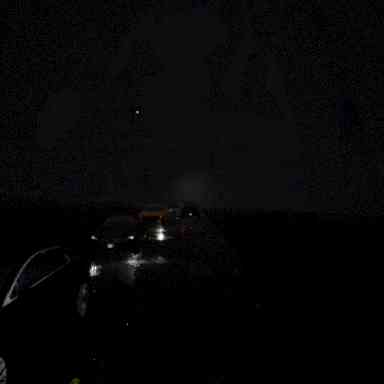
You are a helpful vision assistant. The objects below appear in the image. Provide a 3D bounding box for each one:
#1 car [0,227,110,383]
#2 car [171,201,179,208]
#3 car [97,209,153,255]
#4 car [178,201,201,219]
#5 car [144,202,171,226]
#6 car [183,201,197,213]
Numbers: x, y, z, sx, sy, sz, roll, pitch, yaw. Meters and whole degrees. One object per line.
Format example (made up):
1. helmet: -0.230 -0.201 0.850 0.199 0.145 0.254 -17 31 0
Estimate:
1. car: -2.874 1.545 4.716 2.128 1.511 4.902 0 -1 0
2. car: -3.238 2.328 60.142 1.994 1.385 4.181 0 -1 0
3. car: -2.937 1.673 14.221 1.812 1.442 4.674 0 0 0
4. car: -0.144 1.876 33.828 1.837 1.490 4.892 0 0 0
5. car: -3.001 1.759 26.425 1.882 1.535 5.008 0 -1 0
6. car: -0.239 2.048 46.192 1.837 1.490 4.892 0 -1 0
